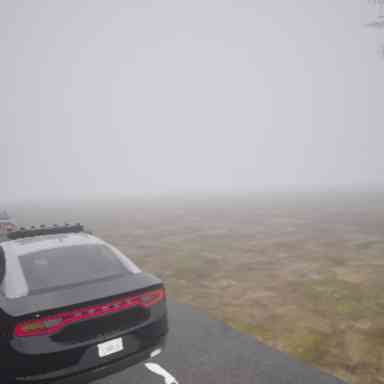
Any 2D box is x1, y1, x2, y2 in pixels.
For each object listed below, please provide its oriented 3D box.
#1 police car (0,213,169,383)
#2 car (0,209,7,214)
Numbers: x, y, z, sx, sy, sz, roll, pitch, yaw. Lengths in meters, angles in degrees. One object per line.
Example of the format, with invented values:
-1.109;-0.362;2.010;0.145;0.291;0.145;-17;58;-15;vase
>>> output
-2.372;1.353;5.417;1.930;1.638;5.238;-3;2;-37;police car
-8.282;1.421;13.351;1.837;1.490;4.892;-3;2;-37;car
